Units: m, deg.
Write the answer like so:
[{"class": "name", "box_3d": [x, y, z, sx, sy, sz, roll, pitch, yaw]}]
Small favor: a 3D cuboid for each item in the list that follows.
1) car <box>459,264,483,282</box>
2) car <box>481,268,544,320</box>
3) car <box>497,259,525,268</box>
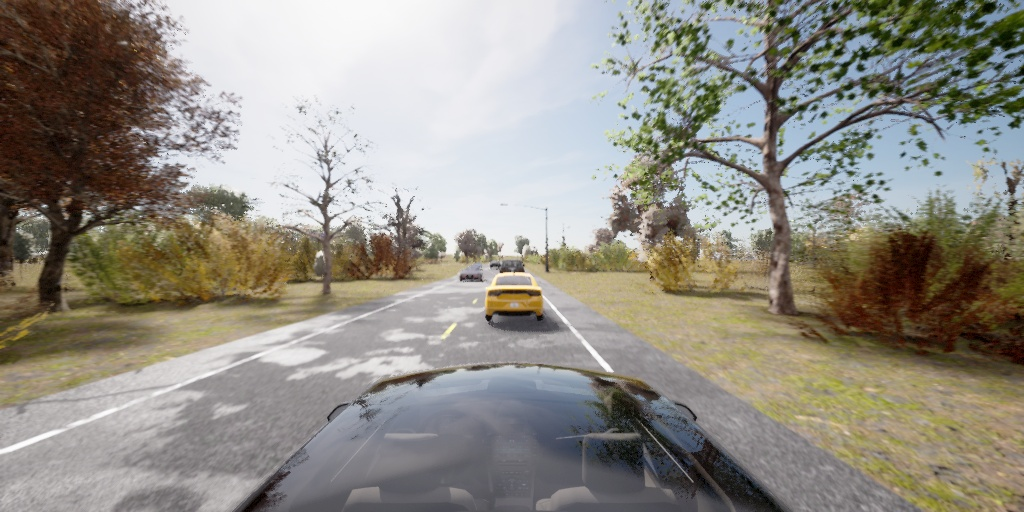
[{"class": "car", "box_3d": [-3.723, 1.674, 33.519, 1.994, 1.385, 4.181, 0, -1, -1]}, {"class": "car", "box_3d": [0.074, 1.362, 13.337, 1.882, 1.535, 5.008, 0, -1, 0]}, {"class": "car", "box_3d": [0.012, 1.320, 32.405, 2.150, 2.045, 5.566, 0, -1, 0]}]
